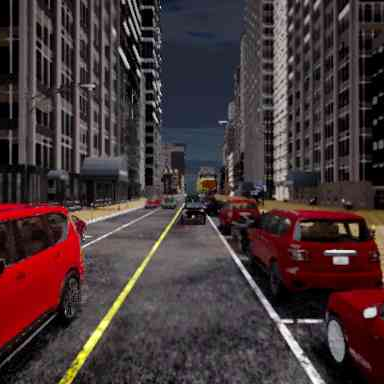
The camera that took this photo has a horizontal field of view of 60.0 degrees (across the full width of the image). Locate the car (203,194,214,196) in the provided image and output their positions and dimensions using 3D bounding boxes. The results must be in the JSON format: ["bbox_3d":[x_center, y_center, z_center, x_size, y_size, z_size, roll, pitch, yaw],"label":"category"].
[{"bbox_3d":[2.696,1.376,52.727,2.192,1.841,5.009,0,0,0],"label":"car"}]

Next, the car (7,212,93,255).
[{"bbox_3d":[-5.686,1.599,13.951,1.802,1.307,4.206,0,0,0],"label":"car"}]

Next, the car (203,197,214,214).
[{"bbox_3d":[2.361,1.516,32.512,1.882,1.535,5.008,0,0,0],"label":"car"}]

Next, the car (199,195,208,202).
[{"bbox_3d":[2.694,1.531,80.423,1.967,1.590,4.097,0,0,0],"label":"car"}]

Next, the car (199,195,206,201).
[{"bbox_3d":[2.694,1.622,86.132,1.752,1.417,4.829,0,0,0],"label":"car"}]

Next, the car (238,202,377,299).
[{"bbox_3d":[2.695,1.326,8.413,2.192,1.841,5.009,0,0,0],"label":"car"}]

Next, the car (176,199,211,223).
[{"bbox_3d":[0.101,1.521,25.756,2.128,1.511,4.902,0,0,0],"label":"car"}]

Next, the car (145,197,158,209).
[{"bbox_3d":[-5.686,1.637,47.187,1.802,1.307,4.206,0,0,0],"label":"car"}]

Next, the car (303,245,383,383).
[{"bbox_3d":[2.694,1.549,2.873,1.887,1.381,4.507,0,0,0],"label":"car"}]

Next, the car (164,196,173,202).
[{"bbox_3d":[-5.686,1.635,80.423,1.887,1.381,4.507,0,0,0],"label":"car"}]

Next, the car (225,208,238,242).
[{"bbox_3d":[2.694,1.583,13.952,1.947,1.339,4.313,0,0,0],"label":"car"}]

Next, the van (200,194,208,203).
[{"bbox_3d":[2.695,1.426,74.884,1.690,1.788,3.998,0,0,0],"label":"van"}]

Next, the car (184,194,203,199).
[{"bbox_3d":[0.101,1.275,46.698,2.150,2.045,5.566,0,0,0],"label":"car"}]

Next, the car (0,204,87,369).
[{"bbox_3d":[-3.101,1.227,4.133,2.150,2.045,5.566,0,0,0],"label":"car"}]

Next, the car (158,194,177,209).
[{"bbox_3d":[-3.073,1.405,46.071,2.097,1.767,4.553,0,0,0],"label":"car"}]

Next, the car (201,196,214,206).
[{"bbox_3d":[2.694,1.507,58.266,1.967,1.590,4.097,0,0,0],"label":"car"}]

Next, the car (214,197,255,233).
[{"bbox_3d":[2.695,1.339,19.491,2.192,1.841,5.009,0,0,0],"label":"car"}]
